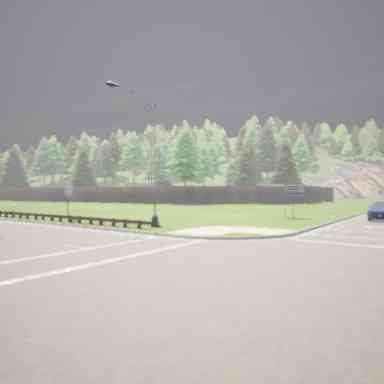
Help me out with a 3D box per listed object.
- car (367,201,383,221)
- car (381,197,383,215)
[{"bbox_3d":[15.207,1.481,26.334,1.882,1.535,5.008,0,0,36],"label":"car"},{"bbox_3d":[20.912,1.355,34.155,2.097,1.767,4.553,0,0,36],"label":"car"}]
